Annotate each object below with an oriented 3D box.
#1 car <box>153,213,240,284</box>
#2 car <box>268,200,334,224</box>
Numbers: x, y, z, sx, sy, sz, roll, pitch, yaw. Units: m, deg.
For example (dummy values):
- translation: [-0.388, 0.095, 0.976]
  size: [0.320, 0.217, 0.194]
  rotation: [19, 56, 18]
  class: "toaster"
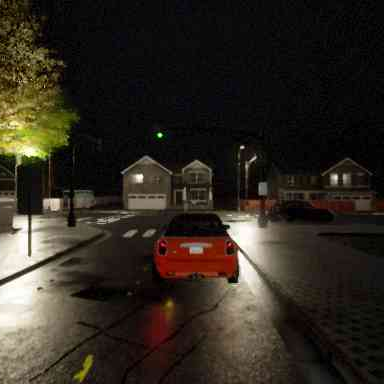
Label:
- translation: [0.100, 1.377, 9.833]
  size: [2.097, 1.767, 4.553]
  rotation: [0, 0, 0]
  class: "car"
- translation: [8.073, 1.410, 24.685]
  size: [4.553, 1.767, 2.097]
  rotation: [0, -1, -6]
  class: "car"
